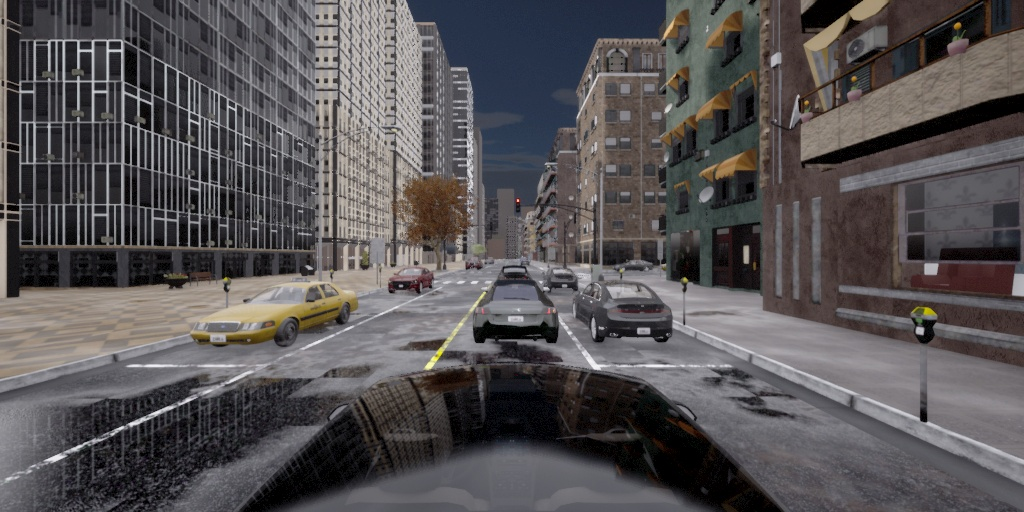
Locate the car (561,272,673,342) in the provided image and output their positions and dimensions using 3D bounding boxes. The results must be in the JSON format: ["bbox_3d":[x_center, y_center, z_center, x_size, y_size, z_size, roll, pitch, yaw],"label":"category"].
[{"bbox_3d":[2.694,1.301,9.510,2.007,1.370,4.403,0,0,0],"label":"car"}]

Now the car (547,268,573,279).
[{"bbox_3d":[2.701,1.304,20.576,2.007,1.370,4.403,0,0,0],"label":"car"}]

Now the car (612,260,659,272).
[{"bbox_3d":[13.459,1.107,39.985,4.403,1.370,2.007,0,0,-1],"label":"car"}]

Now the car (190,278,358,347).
[{"bbox_3d":[-5.686,1.276,9.346,1.751,1.417,4.829,0,0,0],"label":"car"}]

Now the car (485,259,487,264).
[{"bbox_3d":[-5.655,1.354,58.492,1.948,1.339,4.313,0,0,0],"label":"car"}]

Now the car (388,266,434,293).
[{"bbox_3d":[-5.679,1.299,20.582,1.888,1.381,4.507,0,0,0],"label":"car"}]

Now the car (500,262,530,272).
[{"bbox_3d":[0.116,1.258,19.708,1.837,1.490,4.892,0,0,-1],"label":"car"}]

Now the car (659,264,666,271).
[{"bbox_3d":[18.857,1.004,40.037,4.829,1.417,1.751,0,0,-1],"label":"car"}]

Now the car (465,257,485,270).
[{"bbox_3d":[-5.659,1.096,52.969,2.192,1.841,5.009,0,0,0],"label":"car"}]

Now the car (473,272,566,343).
[{"bbox_3d":[0.092,1.314,9.659,1.994,1.385,4.181,0,0,0],"label":"car"}]
